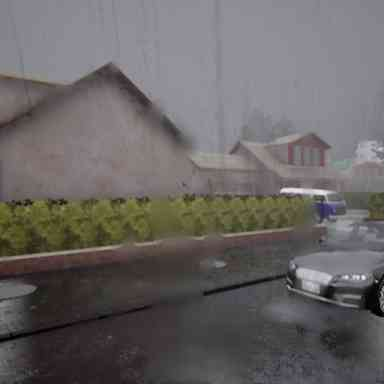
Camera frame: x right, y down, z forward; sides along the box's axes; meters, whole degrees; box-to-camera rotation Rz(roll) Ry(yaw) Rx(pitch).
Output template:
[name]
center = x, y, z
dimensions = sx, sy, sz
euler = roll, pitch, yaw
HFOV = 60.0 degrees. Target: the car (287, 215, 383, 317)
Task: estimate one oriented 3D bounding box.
[car]
center = 4.180, 1.444, 7.417
dimensions = 4.902, 1.511, 2.128
euler = 0, 0, -34
